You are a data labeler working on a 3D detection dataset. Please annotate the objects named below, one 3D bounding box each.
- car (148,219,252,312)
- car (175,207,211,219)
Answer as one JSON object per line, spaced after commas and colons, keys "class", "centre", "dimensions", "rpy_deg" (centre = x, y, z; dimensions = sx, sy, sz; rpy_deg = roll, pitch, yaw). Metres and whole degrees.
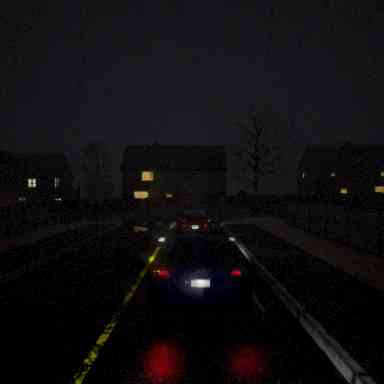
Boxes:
{"class": "car", "centre": [0.125, 1.564, 7.814], "dimensions": [1.994, 1.385, 4.181], "rpy_deg": [0, 0, -1]}
{"class": "car", "centre": [0.064, 1.534, 18.429], "dimensions": [1.812, 1.442, 4.674], "rpy_deg": [0, 0, -2]}
